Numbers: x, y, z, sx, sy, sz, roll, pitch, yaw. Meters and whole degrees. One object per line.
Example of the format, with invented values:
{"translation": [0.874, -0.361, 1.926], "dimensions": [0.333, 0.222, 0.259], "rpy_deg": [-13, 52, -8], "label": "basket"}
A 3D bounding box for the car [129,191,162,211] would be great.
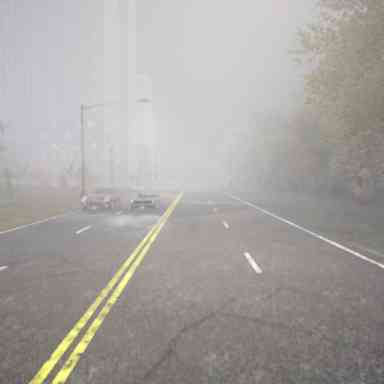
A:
{"translation": [-3.311, 0.627, 24.414], "dimensions": [1.895, 1.301, 4.718], "rpy_deg": [0, 2, 0], "label": "car"}

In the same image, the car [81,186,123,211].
{"translation": [-6.560, 0.393, 24.530], "dimensions": [2.097, 1.767, 4.553], "rpy_deg": [0, 2, 0], "label": "car"}
